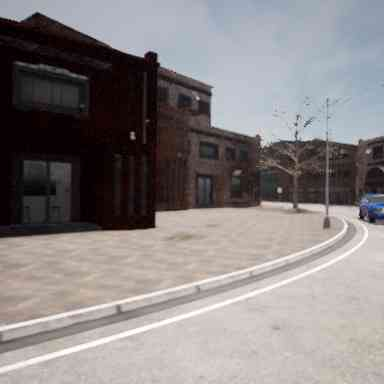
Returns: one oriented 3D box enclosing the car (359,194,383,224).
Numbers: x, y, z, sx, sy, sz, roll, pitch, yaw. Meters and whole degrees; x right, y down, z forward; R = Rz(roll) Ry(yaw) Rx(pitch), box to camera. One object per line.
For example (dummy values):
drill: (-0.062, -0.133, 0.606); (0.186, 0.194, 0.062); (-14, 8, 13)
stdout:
car: (13.663, 1.161, 24.092); (2.150, 2.045, 5.566); (1, 0, 17)
